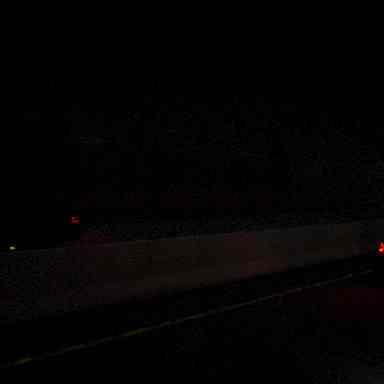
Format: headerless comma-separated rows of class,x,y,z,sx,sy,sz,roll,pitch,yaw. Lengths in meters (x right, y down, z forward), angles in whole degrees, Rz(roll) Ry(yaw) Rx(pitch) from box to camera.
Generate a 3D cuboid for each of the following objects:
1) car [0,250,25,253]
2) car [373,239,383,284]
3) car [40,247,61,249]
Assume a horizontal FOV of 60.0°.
car,-6.581,1.518,7.891,4.674,1.442,1.812,0,0,-35
car,6.651,1.417,8.484,4.553,1.767,2.097,1,0,-35
car,-6.921,1.227,11.946,5.566,2.045,2.150,1,0,-35
